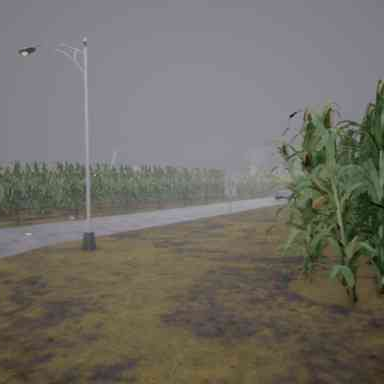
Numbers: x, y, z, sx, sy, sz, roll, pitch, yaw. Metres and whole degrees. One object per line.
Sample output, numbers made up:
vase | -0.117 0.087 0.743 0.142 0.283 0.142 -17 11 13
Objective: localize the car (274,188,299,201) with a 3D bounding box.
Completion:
car | 11.697 0.258 40.319 2.033 1.411 5.357 0 2 35
